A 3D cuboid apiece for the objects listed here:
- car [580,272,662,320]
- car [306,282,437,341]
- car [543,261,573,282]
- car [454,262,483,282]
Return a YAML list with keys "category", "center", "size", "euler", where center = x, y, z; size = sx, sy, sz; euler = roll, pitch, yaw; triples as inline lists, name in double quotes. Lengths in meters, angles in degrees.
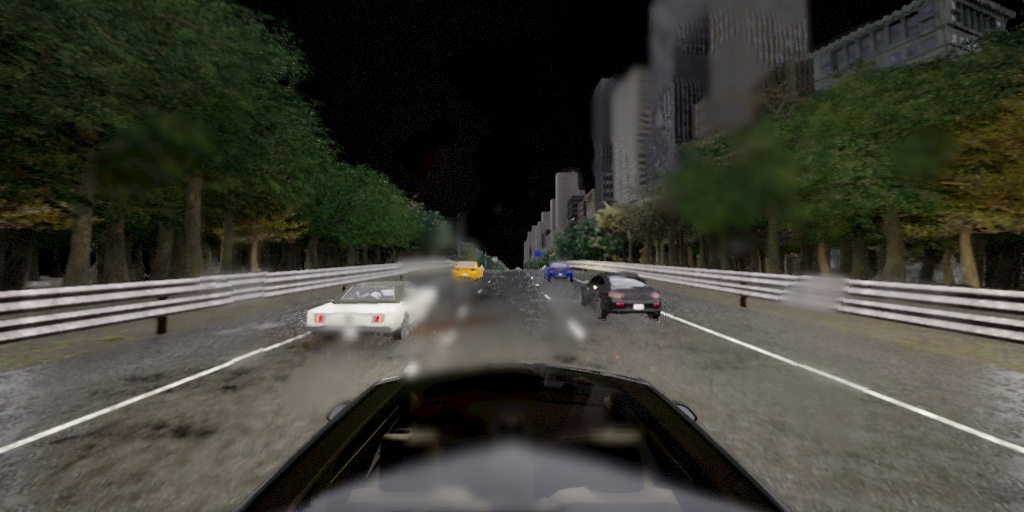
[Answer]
- category: "car"
  center: [3.597, 1.272, 12.462]
  size: [1.812, 1.442, 4.674]
  euler: [0, 0, 0]
- category: "car"
  center: [-3.406, 1.351, 9.804]
  size: [1.895, 1.301, 4.718]
  euler: [0, 0, 0]
- category: "car"
  center: [3.600, 1.179, 28.529]
  size: [1.882, 1.535, 5.008]
  euler: [0, 0, 0]
- category: "car"
  center: [-3.399, 1.179, 28.548]
  size: [1.882, 1.535, 5.008]
  euler: [0, 0, 0]
